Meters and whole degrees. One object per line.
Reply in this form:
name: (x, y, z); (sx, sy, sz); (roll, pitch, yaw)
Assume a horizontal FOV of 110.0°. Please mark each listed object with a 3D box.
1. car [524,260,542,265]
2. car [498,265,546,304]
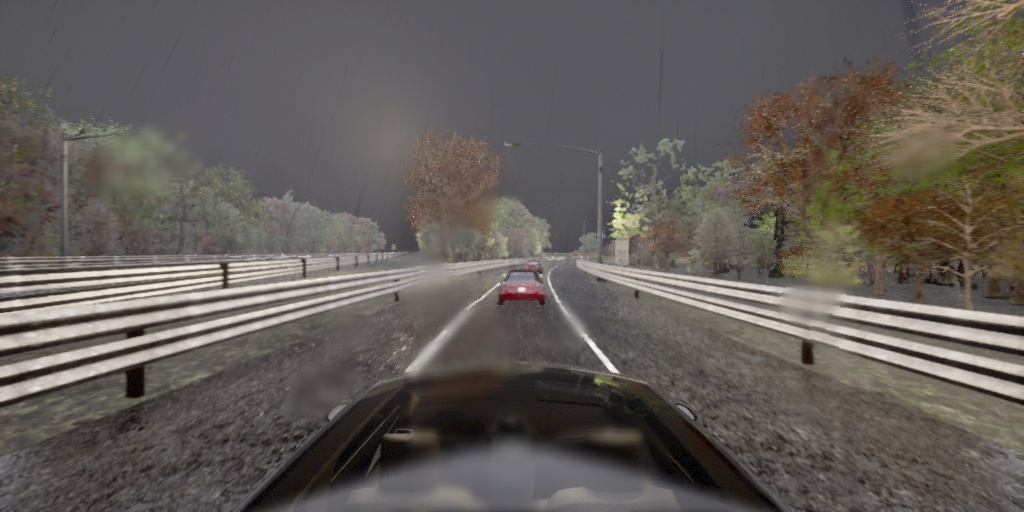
car: (2.225, 1.187, 37.870); (1.812, 1.442, 4.674); (0, 0, 7)
car: (0.476, 1.284, 16.141); (1.994, 1.385, 4.181); (0, 0, 3)
